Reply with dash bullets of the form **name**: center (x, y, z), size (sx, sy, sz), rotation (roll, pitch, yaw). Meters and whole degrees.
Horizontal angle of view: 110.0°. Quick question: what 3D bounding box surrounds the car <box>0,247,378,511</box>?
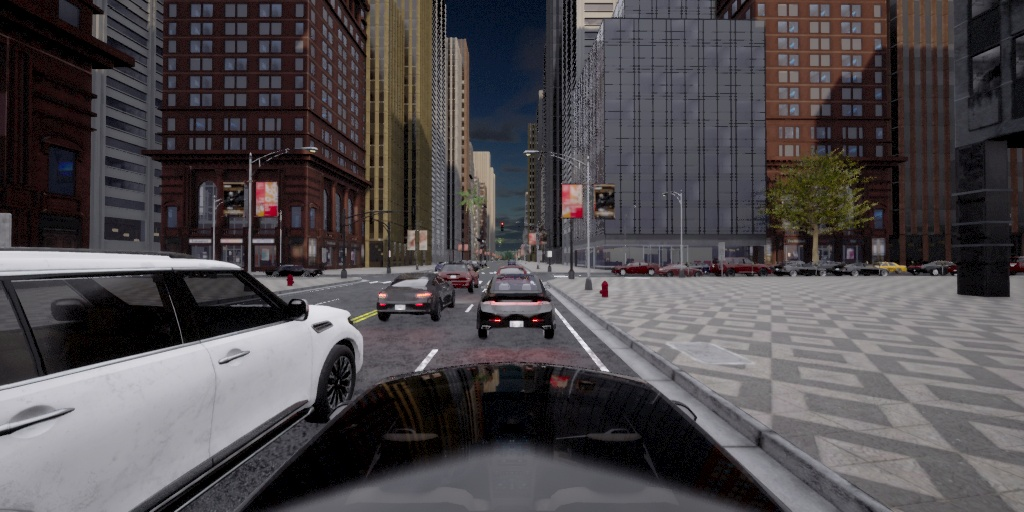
- **car**: center (-3.155, 0.972, 2.635), size (2.150, 2.045, 5.566), rotation (0, 0, 0)

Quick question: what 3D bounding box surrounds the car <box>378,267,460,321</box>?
- **car**: center (-3.155, 1.288, 12.414), size (1.812, 1.442, 4.674), rotation (0, 0, 0)

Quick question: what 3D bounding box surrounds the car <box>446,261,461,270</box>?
- **car**: center (-9.852, 1.558, 60.873), size (1.812, 1.442, 4.674), rotation (0, 0, 0)

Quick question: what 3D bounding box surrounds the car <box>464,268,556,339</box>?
- **car**: center (0.095, 1.248, 10.103), size (2.128, 1.511, 4.902), rotation (0, 0, 0)

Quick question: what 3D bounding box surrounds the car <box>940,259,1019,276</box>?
- **car**: center (43.491, 1.214, 33.416), size (4.507, 1.381, 1.888), rotation (0, 0, -1)

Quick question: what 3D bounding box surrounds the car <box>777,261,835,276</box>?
- **car**: center (26.578, 1.276, 33.146), size (4.313, 1.339, 1.948), rotation (0, 0, -1)

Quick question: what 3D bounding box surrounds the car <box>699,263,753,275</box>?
- **car**: center (23.168, 1.389, 38.864), size (4.718, 1.301, 1.895), rotation (0, -1, -1)

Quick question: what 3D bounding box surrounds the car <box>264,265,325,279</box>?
- **car**: center (-21.139, 1.522, 35.007), size (4.718, 1.301, 1.895), rotation (0, -1, -2)

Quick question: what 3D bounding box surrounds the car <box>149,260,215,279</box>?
- **car**: center (-32.110, 1.322, 34.985), size (4.553, 1.767, 2.097), rotation (0, -1, 0)

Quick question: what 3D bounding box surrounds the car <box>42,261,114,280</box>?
- **car**: center (-42.286, 1.369, 35.003), size (4.553, 1.767, 2.097), rotation (0, -1, 1)

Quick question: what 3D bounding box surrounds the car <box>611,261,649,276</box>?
- **car**: center (13.251, 1.299, 38.719), size (5.008, 1.535, 1.882), rotation (0, -1, -2)

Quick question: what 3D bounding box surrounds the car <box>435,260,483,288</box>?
- **car**: center (-3.158, 1.142, 21.394), size (2.097, 1.767, 4.553), rotation (0, 0, 0)

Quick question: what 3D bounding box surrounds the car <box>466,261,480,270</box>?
- **car**: center (-6.602, 1.561, 61.326), size (1.812, 1.442, 4.674), rotation (0, 0, 0)

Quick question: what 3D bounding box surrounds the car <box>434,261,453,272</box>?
- **car**: center (-9.859, 1.496, 51.950), size (1.812, 1.442, 4.674), rotation (0, 0, 0)

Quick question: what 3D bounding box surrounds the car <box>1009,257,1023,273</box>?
- **car**: center (49.129, 0.973, 33.505), size (5.009, 1.841, 2.192), rotation (0, 0, -1)

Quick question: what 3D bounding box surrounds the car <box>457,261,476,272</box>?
- **car**: center (-6.619, 1.463, 52.227), size (2.128, 1.511, 4.902), rotation (0, 0, 0)

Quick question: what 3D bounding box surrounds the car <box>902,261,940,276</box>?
- **car**: center (42.839, 1.206, 36.031), size (4.892, 1.490, 1.837), rotation (0, -1, -1)

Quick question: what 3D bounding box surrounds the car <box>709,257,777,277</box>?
- **car**: center (20.941, 1.041, 33.056), size (5.009, 1.841, 2.192), rotation (0, 0, -1)

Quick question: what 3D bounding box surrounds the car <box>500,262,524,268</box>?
- **car**: center (-0.008, 1.260, 19.603), size (1.882, 1.535, 5.008), rotation (0, 0, 0)

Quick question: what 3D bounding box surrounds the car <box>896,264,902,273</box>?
- **car**: center (43.191, 1.296, 41.936), size (4.829, 1.417, 1.751), rotation (0, 0, -1)

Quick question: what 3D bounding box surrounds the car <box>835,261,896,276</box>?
- **car**: center (32.215, 1.260, 33.235), size (4.313, 1.339, 1.948), rotation (0, 0, -1)

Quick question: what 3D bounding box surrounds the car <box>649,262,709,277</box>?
- **car**: center (15.302, 1.328, 32.966), size (4.207, 1.307, 1.802), rotation (0, 0, -1)
